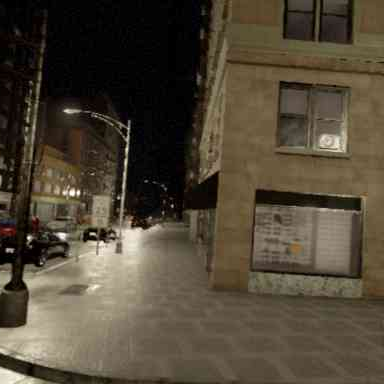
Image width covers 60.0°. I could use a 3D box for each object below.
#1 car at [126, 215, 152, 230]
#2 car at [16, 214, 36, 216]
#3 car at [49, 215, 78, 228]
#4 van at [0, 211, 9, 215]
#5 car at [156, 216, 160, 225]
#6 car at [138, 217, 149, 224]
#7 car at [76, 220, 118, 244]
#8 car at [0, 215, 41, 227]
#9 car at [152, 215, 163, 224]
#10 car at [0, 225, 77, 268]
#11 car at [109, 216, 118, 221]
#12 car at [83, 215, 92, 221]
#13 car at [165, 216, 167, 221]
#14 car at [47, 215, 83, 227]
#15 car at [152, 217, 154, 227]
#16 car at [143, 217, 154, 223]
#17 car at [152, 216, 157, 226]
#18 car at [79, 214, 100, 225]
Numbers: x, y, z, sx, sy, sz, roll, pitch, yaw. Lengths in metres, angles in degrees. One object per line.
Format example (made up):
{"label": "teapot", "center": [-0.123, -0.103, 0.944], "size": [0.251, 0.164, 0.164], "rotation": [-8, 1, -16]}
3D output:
{"label": "car", "center": [-7.471, 4.417, 47.234], "size": [2.192, 1.841, 5.009], "rotation": [4, -4, -1]}
{"label": "car", "center": [-15.597, 2.744, 30.628], "size": [1.967, 1.590, 4.097], "rotation": [4, -4, -1]}
{"label": "car", "center": [-15.854, 3.599, 41.414], "size": [1.752, 1.417, 4.829], "rotation": [4, -4, -1]}
{"label": "van", "center": [-15.464, 2.256, 25.153], "size": [1.690, 1.788, 3.998], "rotation": [4, -4, -1]}
{"label": "car", "center": [-7.869, 5.838, 63.660], "size": [1.887, 1.381, 4.507], "rotation": [4, -4, -1]}
{"label": "car", "center": [-10.992, 6.460, 75.859], "size": [1.882, 1.535, 5.008], "rotation": [4, -4, -1]}
{"label": "car", "center": [-6.977, 3.102, 25.290], "size": [1.947, 1.339, 4.313], "rotation": [4, -4, -1]}
{"label": "car", "center": [-12.871, 2.573, 23.859], "size": [1.994, 1.385, 4.181], "rotation": [4, -4, 0]}
{"label": "car", "center": [-8.119, 6.536, 74.629], "size": [1.967, 1.590, 4.097], "rotation": [4, -4, -1]}
{"label": "car", "center": [-6.723, 2.327, 14.327], "size": [1.947, 1.339, 4.313], "rotation": [4, -4, -1]}
{"label": "car", "center": [-16.498, 5.617, 68.988], "size": [1.887, 1.381, 4.507], "rotation": [4, -4, -1]}
{"label": "car", "center": [-15.989, 4.061, 47.061], "size": [1.802, 1.307, 4.206], "rotation": [4, -4, -1]}
{"label": "car", "center": [-8.513, 7.845, 91.235], "size": [1.752, 1.417, 4.829], "rotation": [4, -4, -1]}
{"label": "car", "center": [-13.099, 3.243, 33.837], "size": [1.812, 1.442, 4.674], "rotation": [4, -4, -1]}
{"label": "car", "center": [-7.616, 5.035, 52.870], "size": [1.752, 1.417, 4.829], "rotation": [4, -4, -1]}
{"label": "car", "center": [-11.253, 7.319, 86.880], "size": [2.128, 1.511, 4.902], "rotation": [4, -4, -1]}
{"label": "car", "center": [-7.742, 5.445, 58.178], "size": [2.008, 1.369, 4.403], "rotation": [4, -4, -1]}
{"label": "car", "center": [-16.108, 4.316, 52.553], "size": [1.967, 1.590, 4.097], "rotation": [4, -4, -1]}
